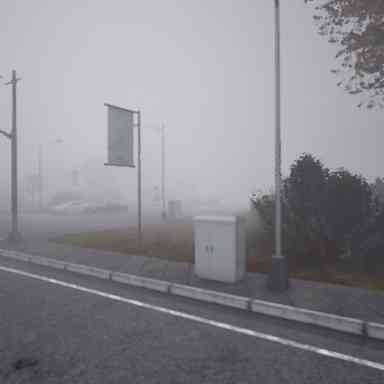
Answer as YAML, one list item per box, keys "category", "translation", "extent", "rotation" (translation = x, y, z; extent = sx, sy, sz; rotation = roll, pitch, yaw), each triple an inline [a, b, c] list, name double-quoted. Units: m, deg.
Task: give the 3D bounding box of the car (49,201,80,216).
- category: "car"
  translation: [-12.974, 1.707, 35.678]
  extent: [1.812, 1.442, 4.674]
  rotation: [0, 0, 32]

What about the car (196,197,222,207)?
- category: "car"
  translation: [3.122, 1.646, 54.460]
  extent: [1.882, 1.535, 5.008]
  rotation: [0, -1, 33]

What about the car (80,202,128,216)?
- category: "car"
  translation: [-9.101, 1.763, 35.254]
  extent: [1.895, 1.301, 4.718]
  rotation: [0, 0, 32]

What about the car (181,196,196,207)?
- category: "car"
  translation: [-0.207, 1.539, 55.757]
  extent: [2.097, 1.767, 4.553]
  rotation: [0, 0, 33]
